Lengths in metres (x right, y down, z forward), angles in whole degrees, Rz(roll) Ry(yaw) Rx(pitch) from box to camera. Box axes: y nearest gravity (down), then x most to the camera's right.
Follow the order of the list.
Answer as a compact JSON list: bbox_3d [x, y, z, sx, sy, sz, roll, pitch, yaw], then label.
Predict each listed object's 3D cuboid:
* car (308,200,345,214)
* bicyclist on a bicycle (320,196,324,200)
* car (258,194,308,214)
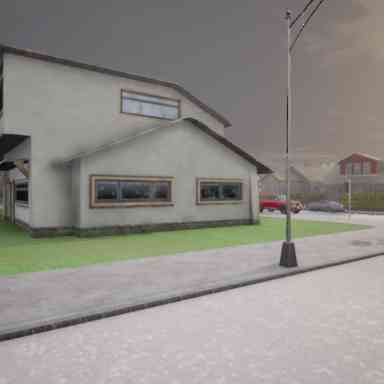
[{"bbox_3d":[14.005,1.561,35.491,1.994,1.385,4.181,0,0,-35],"label":"car"},{"bbox_3d":[15.772,1.346,40.310,1.656,1.620,0.582,0,0,-35],"label":"bicyclist on a bicycle"},{"bbox_3d":[8.984,1.220,35.369,2.150,2.045,5.566,0,0,-35],"label":"car"}]
